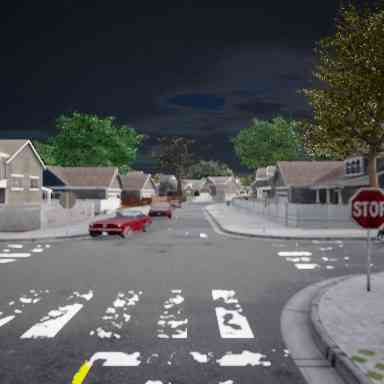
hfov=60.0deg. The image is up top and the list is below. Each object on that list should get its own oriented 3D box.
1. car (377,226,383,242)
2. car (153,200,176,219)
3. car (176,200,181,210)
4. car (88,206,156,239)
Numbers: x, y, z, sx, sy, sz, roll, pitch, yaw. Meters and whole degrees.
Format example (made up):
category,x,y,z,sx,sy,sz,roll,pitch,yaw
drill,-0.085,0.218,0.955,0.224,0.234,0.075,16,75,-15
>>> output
category,x,y,z,sx,sy,sz,roll,pitch,yaw
car,10.195,1.355,13.728,4.553,1.767,2.097,0,0,0
car,-2.782,1.620,30.726,1.882,1.535,5.008,0,0,0
car,-2.590,1.785,47.484,1.994,1.385,4.181,0,0,2
car,-3.716,1.686,18.055,1.895,1.301,4.718,0,0,12
